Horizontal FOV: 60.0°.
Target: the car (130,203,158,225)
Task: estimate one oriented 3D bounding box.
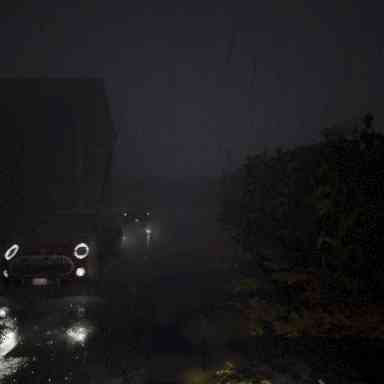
[{"bbox_3d":[-3.456,1.422,22.872,1.895,1.301,4.718,-1,1,0],"label":"car"}]

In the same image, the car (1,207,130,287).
[{"bbox_3d":[-3.318,1.328,9.416,2.097,1.767,4.553,-1,0,-1],"label":"car"}]
